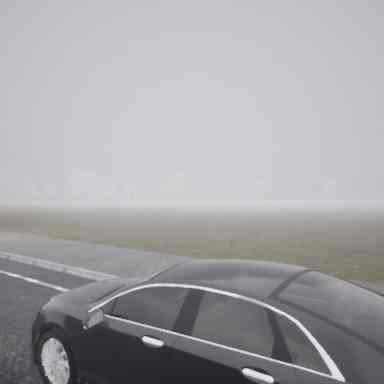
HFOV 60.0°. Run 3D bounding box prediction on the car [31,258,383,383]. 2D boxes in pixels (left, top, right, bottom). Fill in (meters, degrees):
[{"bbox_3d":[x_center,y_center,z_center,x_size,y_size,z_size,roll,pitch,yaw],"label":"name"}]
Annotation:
[{"bbox_3d":[0.202,1.511,3.570,4.892,1.490,1.837,0,0,36],"label":"car"}]
